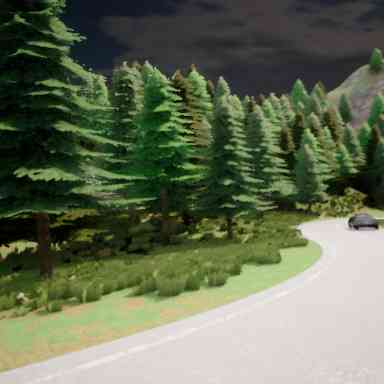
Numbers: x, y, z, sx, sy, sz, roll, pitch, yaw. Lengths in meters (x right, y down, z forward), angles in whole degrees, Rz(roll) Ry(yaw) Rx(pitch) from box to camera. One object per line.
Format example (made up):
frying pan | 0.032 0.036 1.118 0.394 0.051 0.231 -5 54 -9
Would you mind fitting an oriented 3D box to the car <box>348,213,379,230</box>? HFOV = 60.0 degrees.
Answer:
car | 15.447 2.631 30.143 1.994 1.385 4.181 -3 -3 18
